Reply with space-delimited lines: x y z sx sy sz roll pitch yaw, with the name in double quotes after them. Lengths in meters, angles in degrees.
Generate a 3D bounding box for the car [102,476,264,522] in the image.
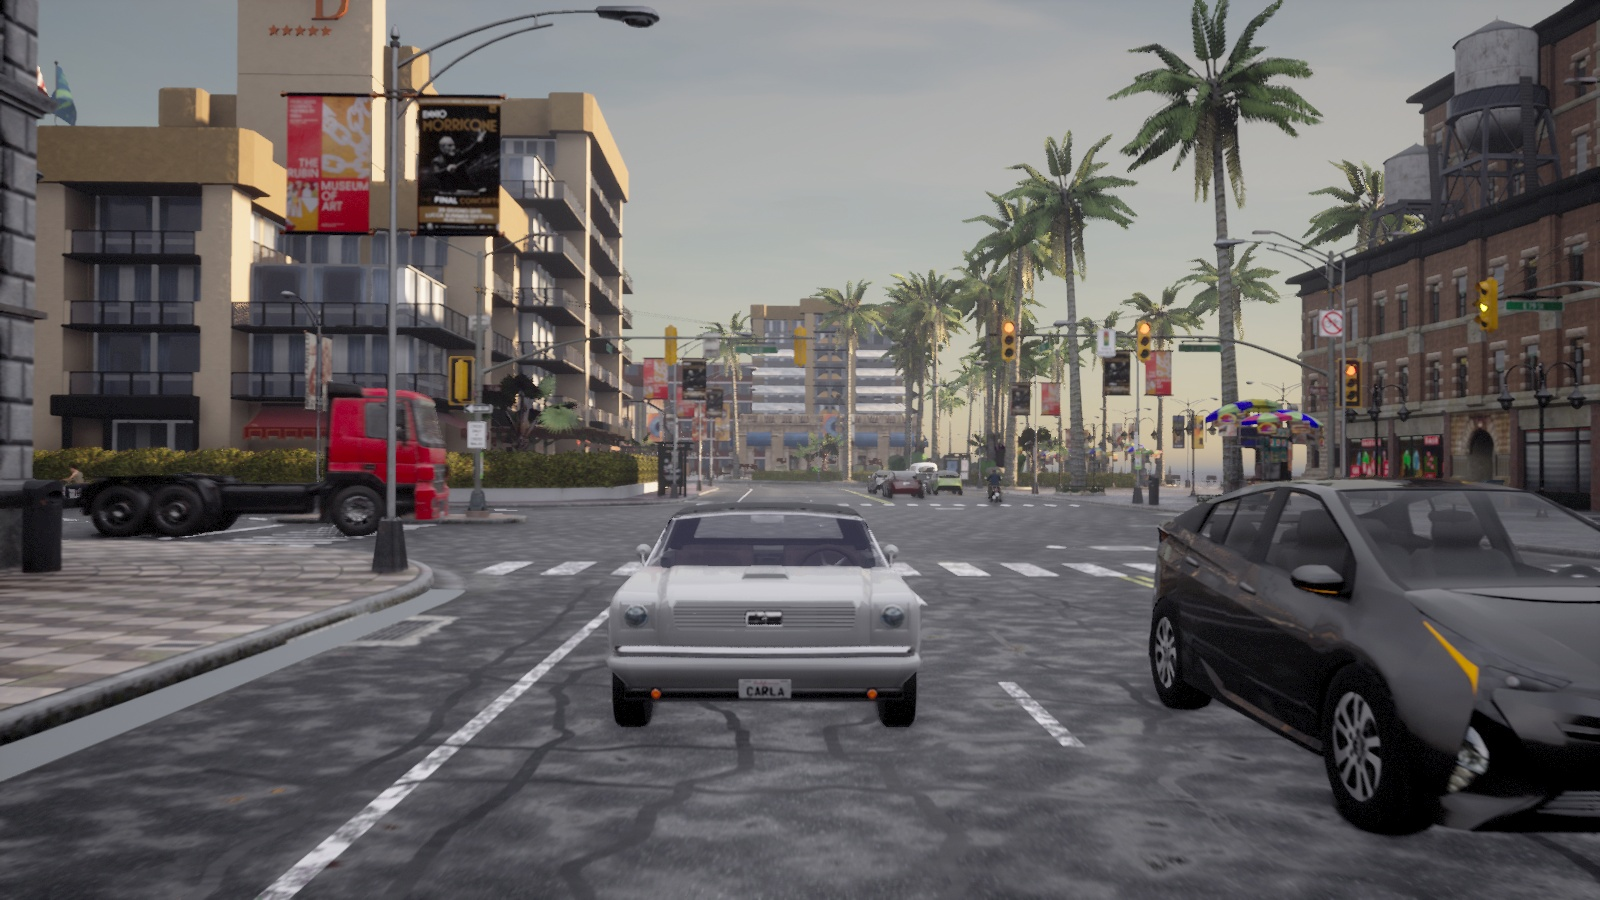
-19.620 1.551 40.061 4.181 1.385 1.994 0 -1 -1 "car"

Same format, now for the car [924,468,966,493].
9.025 1.903 78.341 2.007 1.525 4.514 0 -1 -1 "car"

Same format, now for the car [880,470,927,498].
5.676 1.834 69.425 2.163 1.488 4.792 0 -1 -1 "car"

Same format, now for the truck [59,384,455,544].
-12.265 0.310 29.106 7.936 3.462 2.891 0 -1 -8 "truck"

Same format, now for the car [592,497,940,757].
-0.226 1.052 9.211 1.895 1.301 4.718 0 -1 -1 "car"

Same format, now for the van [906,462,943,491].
8.831 1.854 89.696 2.069 2.038 4.480 0 0 -2 "van"

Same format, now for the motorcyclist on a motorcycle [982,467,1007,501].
9.343 1.637 60.296 0.866 1.590 1.817 0 -1 -1 "motorcyclist on a motorcycle"

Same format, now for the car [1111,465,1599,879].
3.316 0.849 6.926 2.007 1.525 4.514 0 -1 -1 "car"

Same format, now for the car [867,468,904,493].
5.475 1.957 81.084 2.007 1.525 4.514 0 -1 -1 "car"
